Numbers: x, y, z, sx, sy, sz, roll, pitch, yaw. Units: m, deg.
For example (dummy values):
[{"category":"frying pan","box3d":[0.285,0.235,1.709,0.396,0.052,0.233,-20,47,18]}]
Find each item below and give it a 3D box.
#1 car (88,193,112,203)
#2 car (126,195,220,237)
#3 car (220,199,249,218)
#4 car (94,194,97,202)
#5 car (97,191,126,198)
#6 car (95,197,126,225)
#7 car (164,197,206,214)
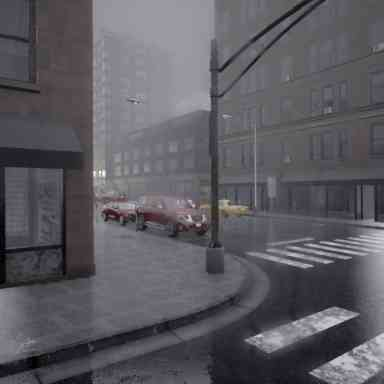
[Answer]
[{"category":"car","box3d":[-13.549,0.883,48.717,2.008,1.369,4.403,1,0,-36]},{"category":"car","box3d":[-1.175,1.138,17.079,2.192,1.841,5.009,1,0,-36]},{"category":"car","box3d":[2.419,1.222,26.648,1.752,1.417,4.829,1,0,-36]},{"category":"car","box3d":[-14.228,0.882,45.174,1.837,1.490,4.892,0,1,-35]},{"category":"car","box3d":[-10.333,0.717,44.274,2.192,1.841,5.009,1,0,-36]},{"category":"car","box3d":[-4.393,1.288,21.520,1.887,1.381,4.507,1,0,-36]},{"category":"car","box3d":[-0.695,1.203,30.952,1.802,1.307,4.206,1,0,-36]}]
